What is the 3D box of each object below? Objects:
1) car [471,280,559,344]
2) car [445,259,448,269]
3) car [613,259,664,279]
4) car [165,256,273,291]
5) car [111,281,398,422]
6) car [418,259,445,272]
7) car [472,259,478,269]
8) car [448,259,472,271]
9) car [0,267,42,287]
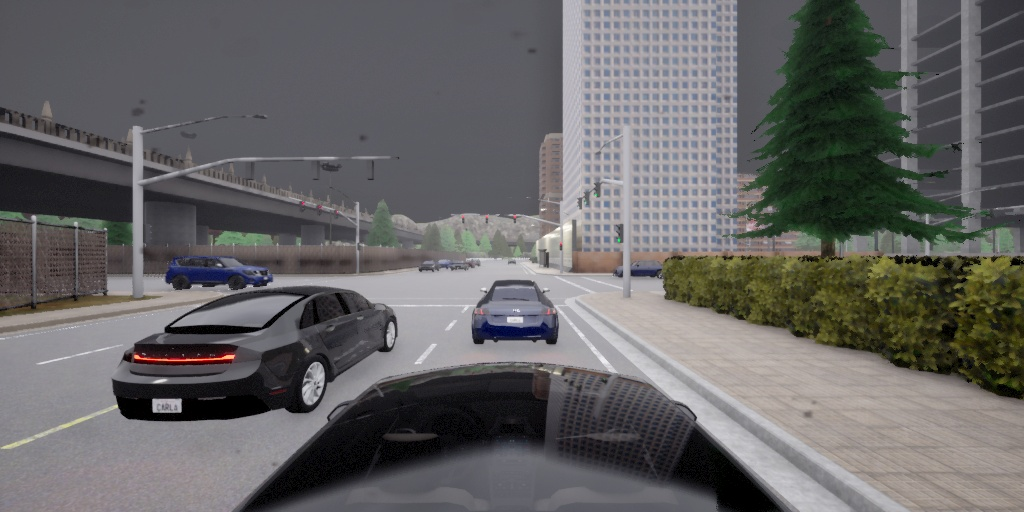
[{"bbox_3d":[0.077,1.314,9.564,1.994,1.385,4.181,0,0,0],"label":"car"},{"bbox_3d":[-10.599,1.228,55.881,1.882,1.535,5.008,0,0,0],"label":"car"},{"bbox_3d":[11.637,1.157,32.856,4.553,1.767,2.097,0,0,0],"label":"car"},{"bbox_3d":[-17.941,1.024,22.085,5.566,2.045,2.150,0,0,0],"label":"car"},{"bbox_3d":[-3.441,1.255,6.020,1.837,1.490,4.892,0,0,0],"label":"car"},{"bbox_3d":[-10.602,1.297,46.431,2.033,1.411,5.357,0,0,0],"label":"car"},{"bbox_3d":[-7.094,1.351,57.938,1.895,1.301,4.718,0,0,0],"label":"car"},{"bbox_3d":[-7.095,1.314,49.184,1.994,1.385,4.181,0,0,0],"label":"car"},{"bbox_3d":[-31.908,1.368,22.057,4.181,1.385,1.994,0,0,0],"label":"car"}]
